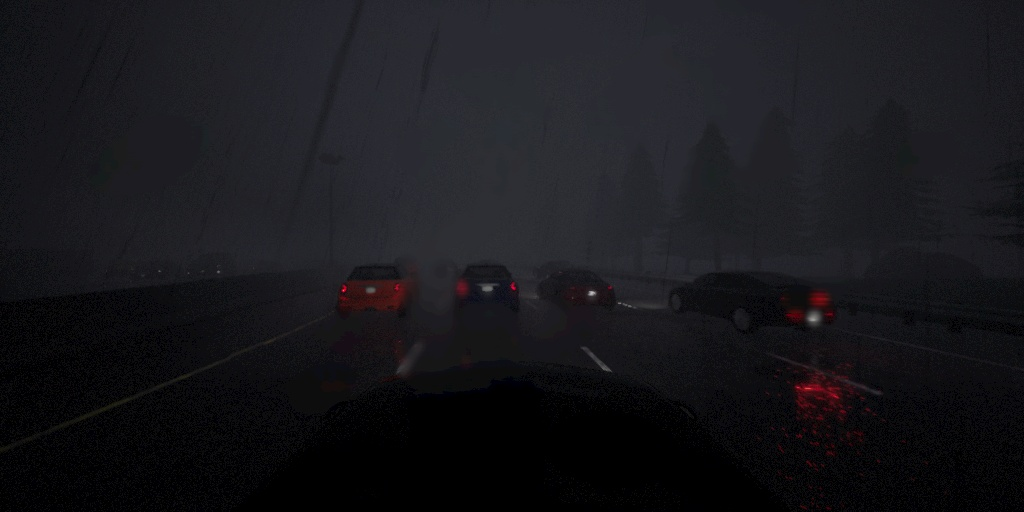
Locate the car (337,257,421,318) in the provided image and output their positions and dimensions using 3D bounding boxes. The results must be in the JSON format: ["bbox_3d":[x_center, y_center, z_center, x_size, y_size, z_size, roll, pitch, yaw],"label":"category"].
[{"bbox_3d":[-4.536,1.021,12.852,2.097,1.767,4.553,0,1,-8],"label":"car"}]

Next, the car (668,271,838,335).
[{"bbox_3d":[6.377,1.150,10.273,1.837,1.490,4.892,0,0,-6],"label":"car"}]

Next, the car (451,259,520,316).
[{"bbox_3d":[-1.040,1.004,13.075,2.097,1.767,4.553,0,1,-8],"label":"car"}]

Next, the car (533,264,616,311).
[{"bbox_3d":[2.364,1.195,13.919,1.994,1.385,4.181,0,1,-9],"label":"car"}]

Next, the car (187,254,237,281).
[{"bbox_3d":[-24.110,0.818,29.078,2.150,2.045,5.566,0,1,-26],"label":"car"}]

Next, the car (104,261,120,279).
[{"bbox_3d":[-33.173,1.092,31.099,1.882,1.535,5.008,0,0,-32],"label":"car"}]

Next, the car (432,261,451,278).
[{"bbox_3d":[-5.471,1.081,30.090,1.994,1.385,4.181,0,1,-21],"label":"car"}]

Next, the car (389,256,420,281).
[{"bbox_3d":[-8.612,0.895,28.541,2.097,1.767,4.553,0,1,-20],"label":"car"}]

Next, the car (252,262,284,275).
[{"bbox_3d":[-21.588,1.164,31.838,1.895,1.301,4.718,0,1,-27],"label":"car"}]

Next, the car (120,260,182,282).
[{"bbox_3d":[-27.368,1.114,27.725,2.128,1.511,4.902,0,1,-27],"label":"car"}]

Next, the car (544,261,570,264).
[{"bbox_3d":[3.223,1.064,26.330,2.033,1.411,5.357,0,1,-17],"label":"car"}]

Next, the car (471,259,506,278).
[{"bbox_3d":[-2.132,1.020,31.178,1.812,1.442,4.674,0,1,-21],"label":"car"}]
